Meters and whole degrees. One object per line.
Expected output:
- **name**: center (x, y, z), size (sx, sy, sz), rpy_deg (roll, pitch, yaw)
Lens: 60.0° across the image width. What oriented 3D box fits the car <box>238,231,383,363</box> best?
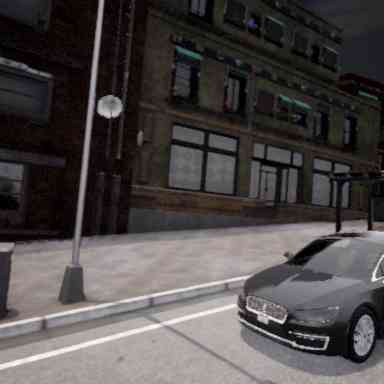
- **car**: center (2.996, 1.518, 5.969), size (4.892, 1.490, 1.837), rpy_deg (0, 0, -34)
